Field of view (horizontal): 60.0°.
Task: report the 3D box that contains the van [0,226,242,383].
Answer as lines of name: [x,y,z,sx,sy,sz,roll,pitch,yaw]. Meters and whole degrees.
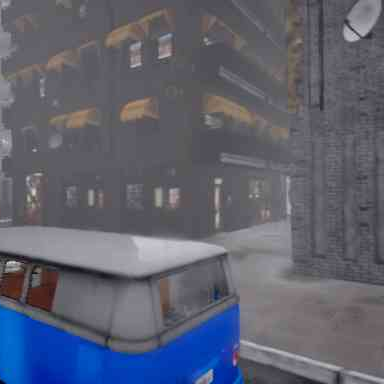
van: [-1.406,1.369,3.883,3.998,1.788,1.690,-1,-1,36]

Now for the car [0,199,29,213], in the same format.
car: [-20.626,1.581,36.721,1.947,1.339,4.313,0,1,35]

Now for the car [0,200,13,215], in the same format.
car: [-17.793,1.525,30.664,1.994,1.385,4.181,-1,0,35]
